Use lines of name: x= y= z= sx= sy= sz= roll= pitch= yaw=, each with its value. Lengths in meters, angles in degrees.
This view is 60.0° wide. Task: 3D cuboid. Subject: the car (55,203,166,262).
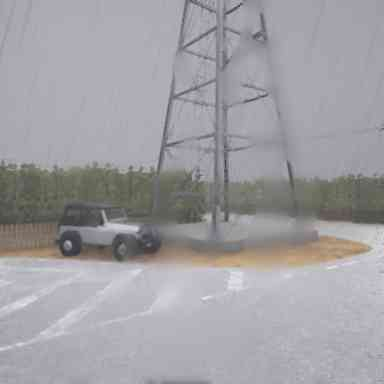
car: x=-3.029 y=1.346 z=12.027 sx=3.866 sy=1.878 sz=1.905 roll=0 pitch=0 yaw=23
